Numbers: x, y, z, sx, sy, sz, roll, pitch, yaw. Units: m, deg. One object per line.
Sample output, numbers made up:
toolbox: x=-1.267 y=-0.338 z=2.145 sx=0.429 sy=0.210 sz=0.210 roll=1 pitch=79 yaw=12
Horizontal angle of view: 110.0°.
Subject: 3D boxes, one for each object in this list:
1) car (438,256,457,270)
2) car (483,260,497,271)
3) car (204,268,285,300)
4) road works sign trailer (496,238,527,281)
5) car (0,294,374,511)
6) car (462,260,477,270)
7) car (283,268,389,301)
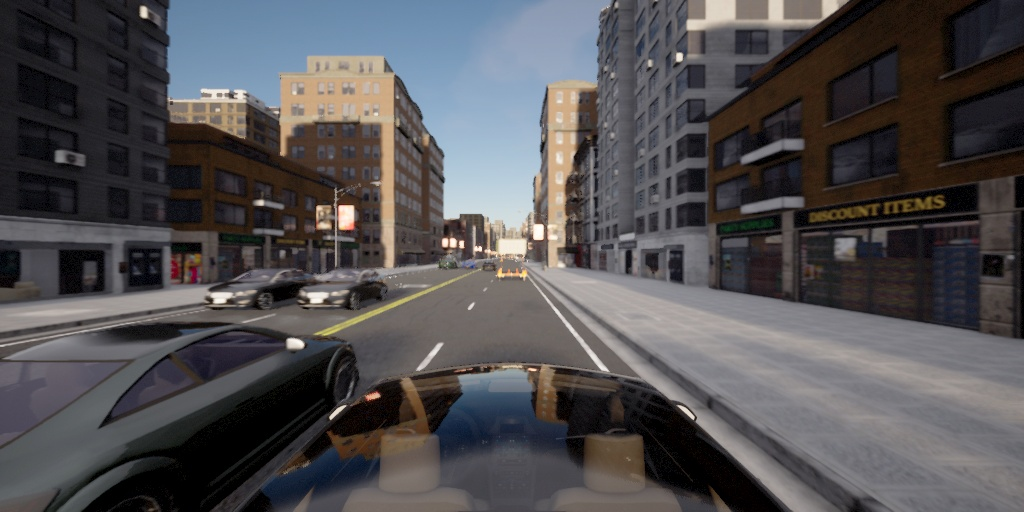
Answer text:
car: x=-9.795 y=1.026 z=55.185 sx=2.150 sy=2.045 sz=5.566 roll=0 pitch=0 yaw=1
car: x=-3.135 y=1.310 z=51.112 sx=1.837 sy=1.490 sz=4.892 roll=0 pitch=0 yaw=0
car: x=-9.846 y=1.255 z=14.541 sx=2.128 sy=1.511 sz=4.902 roll=0 pitch=0 yaw=0
road works sign trailer: x=0.007 y=0.246 z=30.223 sx=2.380 sy=3.560 sz=2.880 roll=0 pitch=0 yaw=0
car: x=-3.150 y=1.316 z=3.409 sx=1.994 sy=1.385 sz=4.181 roll=0 pitch=0 yaw=0
car: x=-6.546 y=1.287 z=55.232 sx=1.882 sy=1.535 sz=5.008 roll=0 pitch=0 yaw=0
car: x=-6.596 y=1.255 z=14.562 sx=2.128 sy=1.511 sz=4.902 roll=0 pitch=0 yaw=0
